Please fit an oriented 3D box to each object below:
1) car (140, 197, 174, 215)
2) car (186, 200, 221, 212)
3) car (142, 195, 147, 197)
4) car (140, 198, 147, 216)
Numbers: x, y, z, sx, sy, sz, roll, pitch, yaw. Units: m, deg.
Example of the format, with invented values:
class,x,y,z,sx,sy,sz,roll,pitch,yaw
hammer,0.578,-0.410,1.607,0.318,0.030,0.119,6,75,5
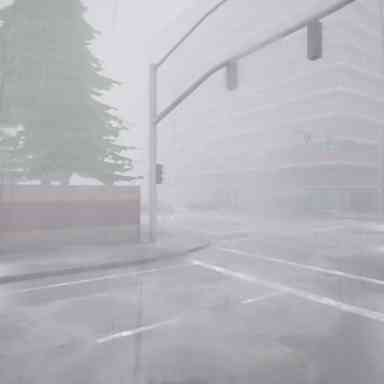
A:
class,x,y,z,sx,sy,sz,roll,pitch,yaw
car,-3.716,1.574,34.504,1.812,1.442,4.674,0,0,-35
car,1.291,1.647,39.700,1.895,1.301,4.718,0,0,-35
car,-12.282,1.588,88.812,4.181,1.385,1.994,0,0,-35
car,-6.570,1.575,32.479,1.812,1.442,4.674,0,0,-35
